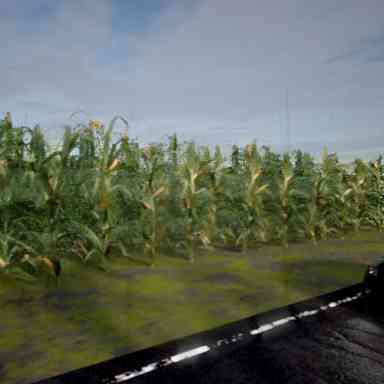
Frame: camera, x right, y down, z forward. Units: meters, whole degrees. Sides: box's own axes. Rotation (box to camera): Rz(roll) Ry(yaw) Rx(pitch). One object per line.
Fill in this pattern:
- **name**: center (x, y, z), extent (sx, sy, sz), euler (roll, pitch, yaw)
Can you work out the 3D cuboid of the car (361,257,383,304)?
- **car**: center (5.358, 1.564, 6.867), extent (4.181, 1.385, 1.994), euler (0, 0, -35)
